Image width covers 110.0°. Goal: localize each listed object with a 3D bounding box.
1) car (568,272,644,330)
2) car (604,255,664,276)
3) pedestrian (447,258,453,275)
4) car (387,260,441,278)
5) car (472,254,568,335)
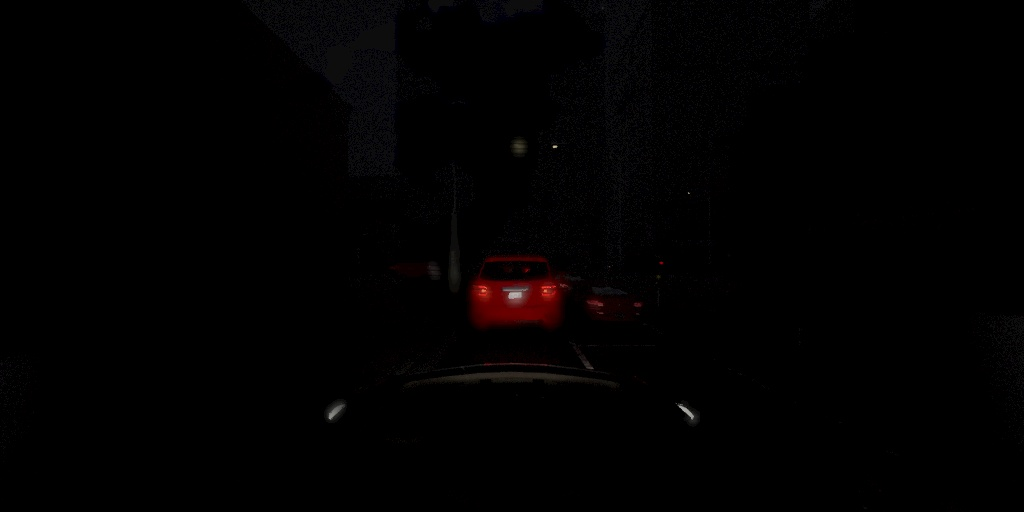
[{"bbox_3d":[2.667,1.339,10.933,1.802,1.307,4.207,0,0,0],"label":"car"},{"bbox_3d":[12.022,0.915,35.437,5.566,2.045,2.150,-1,-1,0],"label":"car"},{"bbox_3d":[-6.701,1.072,38.487,0.375,1.860,0.375,0,-1,0],"label":"pedestrian"},{"bbox_3d":[-8.854,1.189,32.641,4.553,1.767,2.097,-1,-1,0],"label":"car"},{"bbox_3d":[0.120,0.979,10.667,2.150,2.045,5.566,0,0,1],"label":"car"}]
